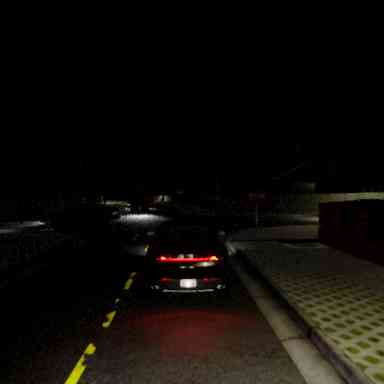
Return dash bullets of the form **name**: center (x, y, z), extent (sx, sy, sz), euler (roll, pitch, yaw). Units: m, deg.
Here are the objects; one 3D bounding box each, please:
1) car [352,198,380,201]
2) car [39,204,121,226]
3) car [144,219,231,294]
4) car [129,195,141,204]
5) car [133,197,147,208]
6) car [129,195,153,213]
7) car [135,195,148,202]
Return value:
- **car**: center (12.126, 1.121, 23.198), extent (5.357, 1.411, 2.033), euler (-1, 1, 3)
- **car**: center (-7.843, 1.553, 23.611), extent (5.357, 1.411, 2.033), euler (-1, 1, -3)
- **car**: center (-0.149, 1.458, 8.669), extent (1.837, 1.490, 4.892), euler (0, 0, -2)
- **car**: center (-10.800, 1.414, 62.413), extent (1.882, 1.535, 5.008), euler (0, 0, -14)
- **car**: center (-7.391, 1.429, 46.661), extent (1.812, 1.442, 4.674), euler (0, 0, -11)
- **car**: center (-5.559, 1.397, 35.616), extent (2.128, 1.511, 4.902), euler (0, 0, -8)
- **car**: center (-11.604, 1.370, 75.533), extent (2.128, 1.511, 4.902), euler (0, -1, -18)
